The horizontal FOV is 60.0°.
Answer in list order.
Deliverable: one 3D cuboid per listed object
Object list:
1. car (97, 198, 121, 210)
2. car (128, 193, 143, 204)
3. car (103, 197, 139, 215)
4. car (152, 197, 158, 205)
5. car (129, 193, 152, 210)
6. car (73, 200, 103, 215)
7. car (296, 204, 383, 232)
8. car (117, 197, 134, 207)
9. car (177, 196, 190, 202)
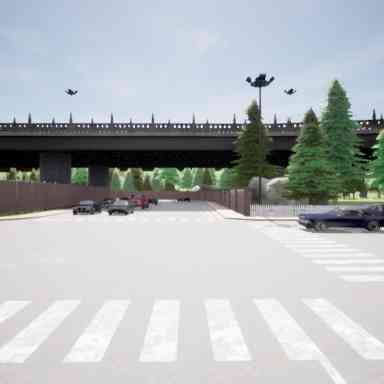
[{"bbox_3d":[-10.544,1.516,42.585,1.812,1.442,4.674,0,0,0],"label":"car"},{"bbox_3d":[-10.690,1.207,63.473,2.150,2.045,5.566,0,0,-3],"label":"car"},{"bbox_3d":[-7.043,1.540,33.593,2.033,1.411,5.357,0,0,0],"label":"car"},{"bbox_3d":[-7.022,1.551,58.150,1.994,1.385,4.181,0,0,0],"label":"car"},{"bbox_3d":[-7.045,1.211,43.801,2.150,2.045,5.566,0,0,0],"label":"car"},{"bbox_3d":[-10.569,1.556,33.870,1.994,1.385,4.181,0,0,0],"label":"car"},{"bbox_3d":[8.472,1.541,18.874,4.718,1.301,1.895,0,0,0],"label":"car"},{"bbox_3d":[-10.540,1.514,52.765,1.812,1.442,4.674,0,0,0],"label":"car"},{"bbox_3d":[-1.908,1.536,75.231,1.994,1.385,4.181,0,0,-19],"label":"car"}]
